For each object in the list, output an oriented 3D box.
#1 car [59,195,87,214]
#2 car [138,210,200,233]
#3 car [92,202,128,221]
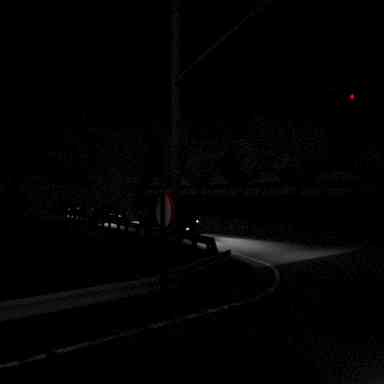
[{"bbox_3d":[-13.759,1.409,38.226,2.150,2.045,5.566,0,0,-33],"label":"car"},{"bbox_3d":[-1.511,1.792,20.772,1.895,1.301,4.718,0,0,-35],"label":"car"},{"bbox_3d":[-7.239,1.696,28.931,1.837,1.490,4.892,0,0,-35],"label":"car"}]
